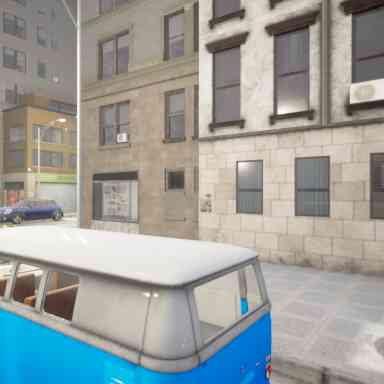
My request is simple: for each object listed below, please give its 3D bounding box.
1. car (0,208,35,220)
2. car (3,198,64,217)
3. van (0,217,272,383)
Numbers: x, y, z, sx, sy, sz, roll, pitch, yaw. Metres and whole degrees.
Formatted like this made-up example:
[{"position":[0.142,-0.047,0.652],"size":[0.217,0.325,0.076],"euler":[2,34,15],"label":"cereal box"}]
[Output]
[{"position":[-5.661,1.315,6.769],"size":[5.009,1.841,2.192],"euler":[0,0,35],"label":"car"},{"position":[-11.739,1.286,24.024],"size":[2.097,1.767,4.553],"euler":[0,0,35],"label":"car"},{"position":[-1.145,1.341,3.610],"size":[3.998,1.788,1.690],"euler":[0,0,35],"label":"van"}]
